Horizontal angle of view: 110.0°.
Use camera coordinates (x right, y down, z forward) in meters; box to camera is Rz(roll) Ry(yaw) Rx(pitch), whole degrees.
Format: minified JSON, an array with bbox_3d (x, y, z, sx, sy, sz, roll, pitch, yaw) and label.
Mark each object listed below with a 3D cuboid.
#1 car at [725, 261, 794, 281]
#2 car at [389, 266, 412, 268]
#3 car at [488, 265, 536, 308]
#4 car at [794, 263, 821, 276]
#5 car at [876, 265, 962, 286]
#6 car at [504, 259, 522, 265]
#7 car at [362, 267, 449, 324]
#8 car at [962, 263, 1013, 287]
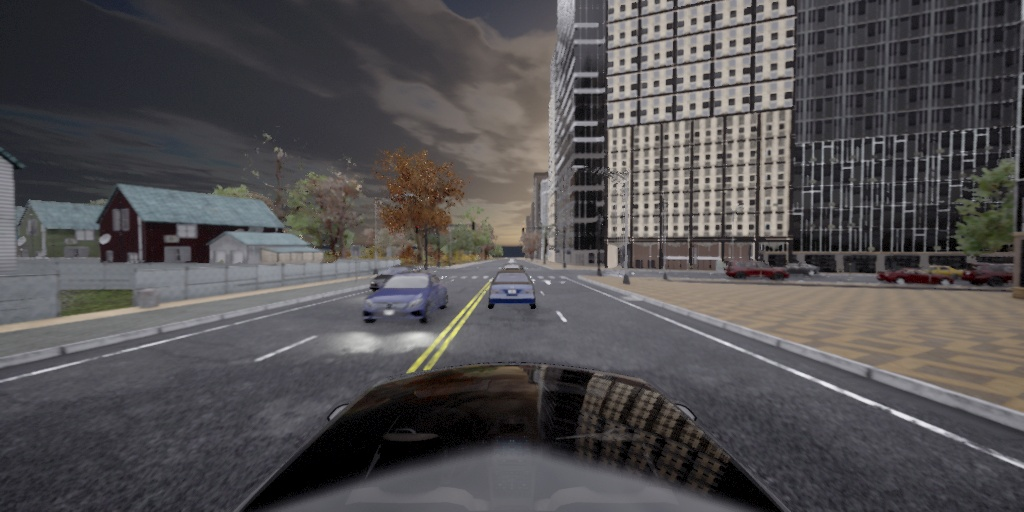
[{"bbox_3d":[23.022,1.398,33.963,5.009,1.841,2.192,0,0,20],"label":"car"},{"bbox_3d":[-6.503,1.295,21.027,2.033,1.411,5.357,0,0,0],"label":"car"},{"bbox_3d":[0.002,1.294,15.039,2.033,1.411,5.357,0,0,0],"label":"car"},{"bbox_3d":[31.057,1.474,39.409,4.403,1.370,2.007,0,0,20],"label":"car"},{"bbox_3d":[33.667,1.719,30.062,4.507,1.381,1.888,0,0,20],"label":"car"},{"bbox_3d":[0.071,1.226,25.674,1.882,1.535,5.008,0,0,0],"label":"car"},{"bbox_3d":[-3.324,1.273,12.056,1.812,1.442,4.674,0,0,0],"label":"car"},{"bbox_3d":[38.990,1.534,28.111,5.009,1.841,2.192,0,0,20],"label":"car"}]
